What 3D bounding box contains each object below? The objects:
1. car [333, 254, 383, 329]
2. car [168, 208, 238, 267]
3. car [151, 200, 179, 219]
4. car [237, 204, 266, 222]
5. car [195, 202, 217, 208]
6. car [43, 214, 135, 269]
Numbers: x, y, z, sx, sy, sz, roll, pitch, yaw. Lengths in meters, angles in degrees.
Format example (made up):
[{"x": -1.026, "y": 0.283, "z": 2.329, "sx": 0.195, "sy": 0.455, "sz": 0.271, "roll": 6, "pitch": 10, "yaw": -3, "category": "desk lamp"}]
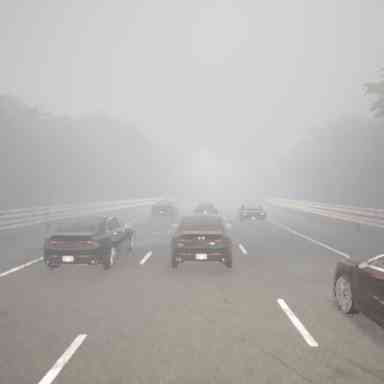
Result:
[{"x": 3.674, "y": 1.493, "z": 4.642, "sx": 2.128, "sy": 1.511, "sz": 4.902, "roll": 0, "pitch": 0, "yaw": 1, "category": "car"}, {"x": 0.329, "y": 1.500, "z": 11.444, "sx": 1.837, "sy": 1.490, "sz": 4.892, "roll": 0, "pitch": 0, "yaw": 2, "category": "car"}, {"x": -2.259, "y": 1.459, "z": 28.893, "sx": 1.882, "sy": 1.535, "sz": 5.008, "roll": 0, "pitch": 0, "yaw": 4, "category": "car"}, {"x": 4.547, "y": 1.591, "z": 26.065, "sx": 1.895, "sy": 1.301, "sz": 4.718, "roll": 0, "pitch": 0, "yaw": 4, "category": "car"}, {"x": 1.200, "y": 1.550, "z": 28.125, "sx": 1.994, "sy": 1.385, "sz": 4.181, "roll": 0, "pitch": 0, "yaw": 4, "category": "car"}, {"x": -3.181, "y": 1.497, "z": 11.135, "sx": 1.837, "sy": 1.490, "sz": 4.892, "roll": 0, "pitch": 0, "yaw": 2, "category": "car"}]
